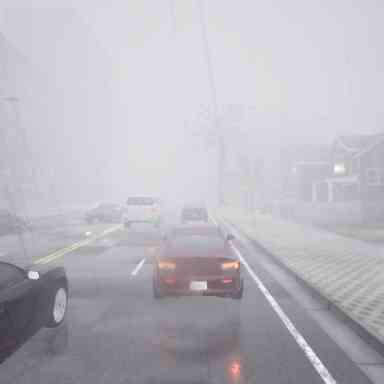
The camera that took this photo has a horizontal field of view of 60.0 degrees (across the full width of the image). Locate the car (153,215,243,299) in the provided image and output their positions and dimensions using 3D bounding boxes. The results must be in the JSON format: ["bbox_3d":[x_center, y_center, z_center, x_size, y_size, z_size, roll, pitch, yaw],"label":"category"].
[{"bbox_3d":[0.128,1.524,8.300,1.812,1.442,4.674,0,0,0],"label":"car"}]

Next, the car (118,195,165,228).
[{"bbox_3d":[-3.071,1.214,22.065,2.150,2.045,5.566,0,0,0],"label":"car"}]

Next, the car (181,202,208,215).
[{"bbox_3d":[0.189,1.469,25.280,1.882,1.535,5.008,0,0,0],"label":"car"}]

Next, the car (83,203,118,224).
[{"bbox_3d":[-6.513,1.538,25.191,2.033,1.411,5.357,0,0,0],"label":"car"}]

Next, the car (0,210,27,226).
[{"bbox_3d":[-9.795,1.559,16.023,1.994,1.385,4.181,0,0,0],"label":"car"}]

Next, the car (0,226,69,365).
[{"bbox_3d":[-3.138,1.477,3.969,1.882,1.535,5.008,0,0,0],"label":"car"}]
